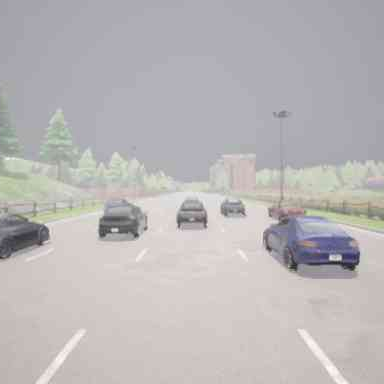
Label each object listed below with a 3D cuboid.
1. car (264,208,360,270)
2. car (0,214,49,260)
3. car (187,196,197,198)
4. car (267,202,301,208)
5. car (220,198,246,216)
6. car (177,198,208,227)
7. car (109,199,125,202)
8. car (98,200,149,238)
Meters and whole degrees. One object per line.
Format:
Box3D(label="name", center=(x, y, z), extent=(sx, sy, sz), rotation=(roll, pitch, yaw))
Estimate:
Box3D(label="car", center=(3.596, 1.457, 10.642), extent=(1.812, 1.442, 4.674), rotation=(0, 0, 0))
Box3D(label="car", center=(-6.905, 1.487, 12.097), extent=(1.994, 1.385, 4.181), rotation=(0, 0, 0))
Box3D(label="car", center=(0.029, 1.271, 40.568), extent=(1.812, 1.442, 4.674), rotation=(0, 1, 1))
Box3D(label="car", center=(7.090, 1.440, 25.311), extent=(1.895, 1.301, 4.718), rotation=(0, 0, 0))
Box3D(label="car", center=(3.589, 1.303, 29.824), extent=(2.128, 1.511, 4.902), rotation=(0, 1, 0))
Box3D(label="car", center=(0.031, 1.356, 21.524), extent=(2.128, 1.511, 4.902), rotation=(0, 0, 1))
Box3D(label="car", center=(-6.912, 1.349, 31.261), extent=(2.033, 1.411, 5.357), rotation=(0, 0, 0))
Box3D(label="car", center=(-3.407, 1.398, 17.077), extent=(1.837, 1.490, 4.892), rotation=(0, 1, 0))
